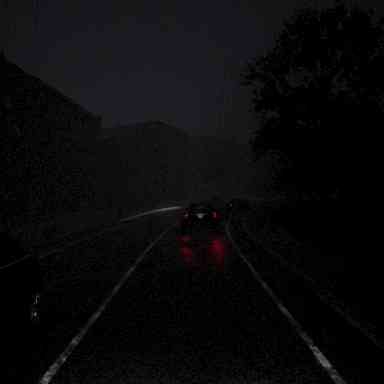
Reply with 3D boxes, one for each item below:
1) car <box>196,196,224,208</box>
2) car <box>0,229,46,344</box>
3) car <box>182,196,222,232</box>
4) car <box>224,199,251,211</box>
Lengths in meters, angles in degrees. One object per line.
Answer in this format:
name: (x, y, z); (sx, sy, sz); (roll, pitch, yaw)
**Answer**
car: (2.614, 1.408, 47.725); (1.837, 1.490, 4.892); (-1, 0, 32)
car: (-3.572, 1.351, 3.822); (2.097, 1.767, 4.553); (0, 0, 0)
car: (0.663, 1.344, 20.329); (2.097, 1.767, 4.553); (0, 0, 5)
car: (5.322, 1.468, 38.761); (2.033, 1.411, 5.357); (0, 0, 25)
